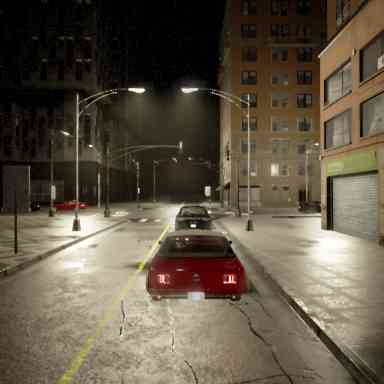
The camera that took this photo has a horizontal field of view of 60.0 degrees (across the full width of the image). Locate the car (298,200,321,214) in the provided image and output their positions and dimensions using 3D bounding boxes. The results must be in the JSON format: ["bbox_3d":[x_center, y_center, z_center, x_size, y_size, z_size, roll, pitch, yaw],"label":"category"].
[{"bbox_3d":[12.040,1.415,30.805,4.313,1.339,1.947,0,0,0],"label":"car"}]

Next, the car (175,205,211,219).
[{"bbox_3d":[0.058,1.474,18.410,1.882,1.535,5.008,0,0,0],"label":"car"}]

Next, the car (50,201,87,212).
[{"bbox_3d":[-14.554,1.701,39.299,4.206,1.307,1.802,0,0,0],"label":"car"}]

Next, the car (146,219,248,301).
[{"bbox_3d":[0.081,1.601,8.261,1.895,1.301,4.718,0,0,0],"label":"car"}]

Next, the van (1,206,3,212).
[{"bbox_3d":[-20.186,1.425,30.769,3.998,1.788,1.690,0,0,0],"label":"van"}]

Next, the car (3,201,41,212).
[{"bbox_3d":[-20.203,1.725,39.293,4.313,1.339,1.947,0,0,0],"label":"car"}]
